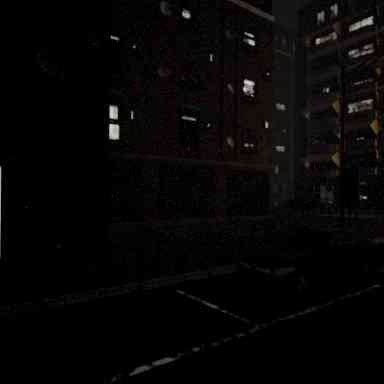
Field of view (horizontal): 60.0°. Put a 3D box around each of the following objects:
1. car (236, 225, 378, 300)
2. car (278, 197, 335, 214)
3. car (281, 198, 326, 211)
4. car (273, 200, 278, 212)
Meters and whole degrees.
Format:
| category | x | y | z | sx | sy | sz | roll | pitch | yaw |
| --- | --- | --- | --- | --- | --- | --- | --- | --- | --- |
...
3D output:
| category | x | y | z | sx | sy | sz | roll | pitch | yaw |
| --- | --- | --- | --- | --- | --- | --- | --- | --- | --- |
| car | 2.985 | 1.517 | 8.199 | 4.206 | 1.307 | 1.802 | -1 | 2 | -35 |
| car | 11.132 | 1.256 | 31.919 | 1.882 | 1.535 | 5.008 | 1 | -1 | -35 |
| car | 12.928 | 1.380 | 38.762 | 1.752 | 1.417 | 4.829 | 1 | -1 | -35 |
| car | 6.596 | 1.078 | 34.072 | 2.192 | 1.841 | 5.009 | 1 | -1 | -35 |
